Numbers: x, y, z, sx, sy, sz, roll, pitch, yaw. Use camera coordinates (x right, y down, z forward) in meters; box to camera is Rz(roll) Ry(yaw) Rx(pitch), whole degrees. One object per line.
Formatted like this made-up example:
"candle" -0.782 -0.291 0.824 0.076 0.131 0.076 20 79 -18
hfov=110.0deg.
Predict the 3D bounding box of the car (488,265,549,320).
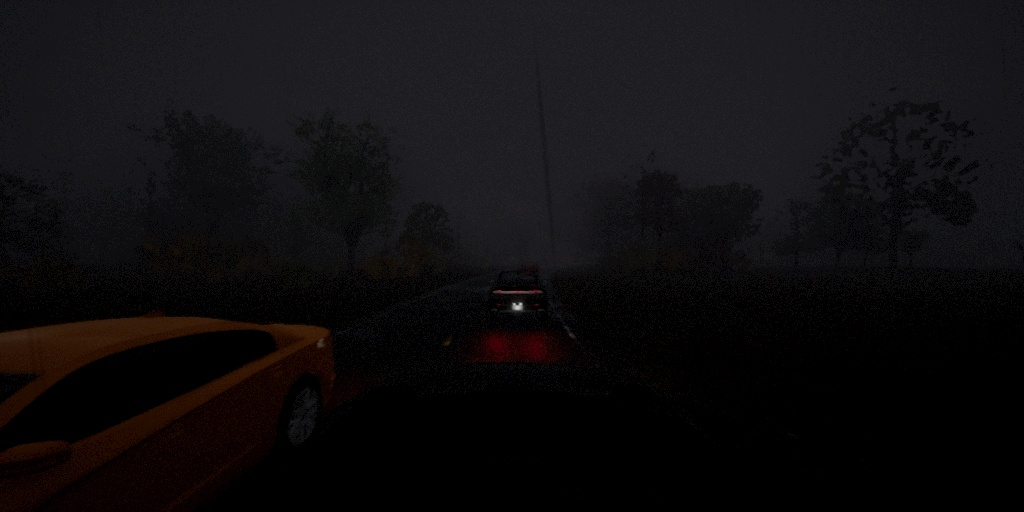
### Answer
"car" 0.227 1.247 12.563 2.128 1.511 4.902 0 0 2

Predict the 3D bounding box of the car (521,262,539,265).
"car" 1.675 1.242 32.812 1.882 1.535 5.008 0 0 6

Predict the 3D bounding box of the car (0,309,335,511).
"car" -3.075 1.228 2.267 1.882 1.535 5.008 0 0 0
